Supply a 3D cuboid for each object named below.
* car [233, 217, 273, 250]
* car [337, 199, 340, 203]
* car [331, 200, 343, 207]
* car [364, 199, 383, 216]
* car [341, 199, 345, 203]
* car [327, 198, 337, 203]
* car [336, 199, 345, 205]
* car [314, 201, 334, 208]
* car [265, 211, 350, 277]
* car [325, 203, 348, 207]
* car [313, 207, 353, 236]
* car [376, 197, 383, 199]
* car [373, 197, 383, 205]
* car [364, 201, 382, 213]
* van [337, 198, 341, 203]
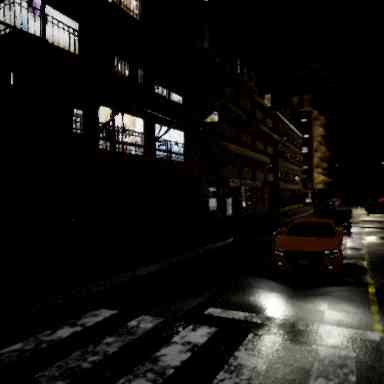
[{"bbox_3d":[3.218,1.811,15.123,1.802,1.307,4.206,-2,-1,26],"label":"car"},{"bbox_3d":[20.709,2.145,50.219,2.008,1.369,4.403,-2,-2,26],"label":"car"},{"bbox_3d":[30.669,2.355,70.292,2.008,1.369,4.403,-2,-2,26],"label":"car"},{"bbox_3d":[20.243,1.834,36.468,1.882,1.535,5.008,-1,-1,27],"label":"car"},{"bbox_3d":[28.179,2.067,65.276,2.192,1.841,5.009,-2,-2,26],"label":"car"},{"bbox_3d":[18.207,1.982,45.208,1.967,1.590,4.097,-2,-2,26],"label":"car"},{"bbox_3d":[38.172,2.544,85.328,1.802,1.307,4.206,-2,-2,26],"label":"car"},{"bbox_3d":[15.712,2.071,40.192,1.802,1.307,4.206,-2,-2,26],"label":"car"},{"bbox_3d":[4.081,1.623,11.114,1.882,1.535,5.008,-1,-1,27],"label":"car"},{"bbox_3d":[13.170,1.935,29.313,1.895,1.301,4.718,-1,-1,27],"label":"car"},{"bbox_3d":[8.570,1.802,20.116,1.994,1.385,4.181,-1,-1,26],"label":"car"},{"bbox_3d":[33.157,1.837,56.506,2.192,1.841,5.009,-2,-2,26],"label":"car"},{"bbox_3d":[43.153,2.047,76.560,2.192,1.841,5.009,-2,-2,26],"label":"car"},{"bbox_3d":[24.843,2.002,45.811,2.033,1.411,5.357,-1,-1,26],"label":"car"},{"bbox_3d":[23.202,1.987,55.238,1.690,1.788,3.998,-2,-2,26],"label":"van"}]
